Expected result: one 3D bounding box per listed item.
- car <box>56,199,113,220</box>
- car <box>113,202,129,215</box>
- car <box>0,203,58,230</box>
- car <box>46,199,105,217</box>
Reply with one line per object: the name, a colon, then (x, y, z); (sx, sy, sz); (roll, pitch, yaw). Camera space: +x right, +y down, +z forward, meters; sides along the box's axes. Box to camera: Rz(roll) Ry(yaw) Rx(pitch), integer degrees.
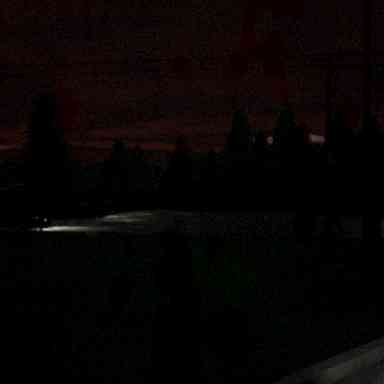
car: (-9.455, 1.457, 27.253); (5.008, 1.535, 1.882); (1, 0, 4)
car: (-8.991, 1.480, 34.238); (5.008, 1.535, 1.882); (1, 0, 4)
car: (-10.884, 1.511, 20.332); (4.181, 1.385, 1.994); (1, 0, 4)
car: (-10.735, 1.481, 30.844); (4.892, 1.490, 1.837); (0, 0, 4)
